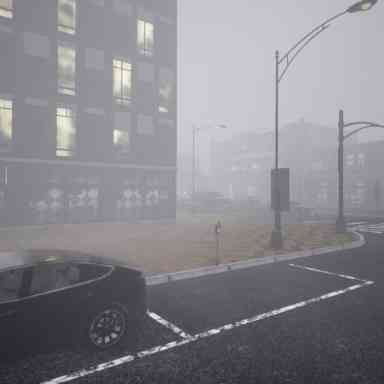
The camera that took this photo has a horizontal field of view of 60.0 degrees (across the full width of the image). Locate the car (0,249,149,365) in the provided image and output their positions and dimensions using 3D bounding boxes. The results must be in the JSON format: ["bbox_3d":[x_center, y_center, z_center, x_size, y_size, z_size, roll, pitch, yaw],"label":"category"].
[{"bbox_3d":[-2.690,1.566,4.635,4.313,1.339,1.947,0,0,-36],"label":"car"}]

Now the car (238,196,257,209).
[{"bbox_3d":[5.976,1.129,38.704,1.967,1.590,4.097,1,0,-36],"label":"car"}]

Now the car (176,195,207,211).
[{"bbox_3d":[-0.775,1.230,33.734,1.802,1.307,4.206,1,0,-36],"label":"car"}]

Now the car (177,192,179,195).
[{"bbox_3d":[-0.603,1.100,47.635,2.008,1.369,4.403,1,0,-36],"label":"car"}]

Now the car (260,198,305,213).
[{"bbox_3d":[9.263,1.340,34.237,1.802,1.307,4.206,1,0,-36],"label":"car"}]

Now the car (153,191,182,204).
[{"bbox_3d":[-3.886,0.793,52.100,2.192,1.841,5.009,1,0,-36],"label":"car"}]

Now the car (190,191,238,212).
[{"bbox_3d":[1.785,0.892,34.618,2.150,2.045,5.566,0,1,-36],"label":"car"}]

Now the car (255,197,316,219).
[{"bbox_3d":[7.610,1.318,26.705,1.812,1.442,4.674,0,1,-36],"label":"car"}]
